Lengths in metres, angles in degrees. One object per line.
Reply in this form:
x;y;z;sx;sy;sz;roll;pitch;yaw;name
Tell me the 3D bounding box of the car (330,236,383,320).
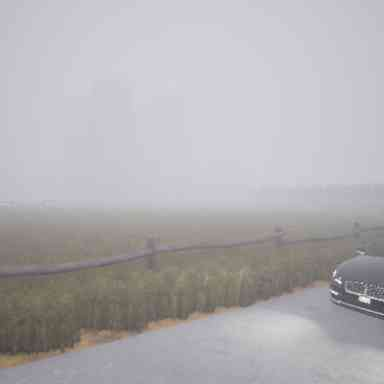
4.846;1.570;6.893;4.892;1.490;1.837;1;-1;-35;car
